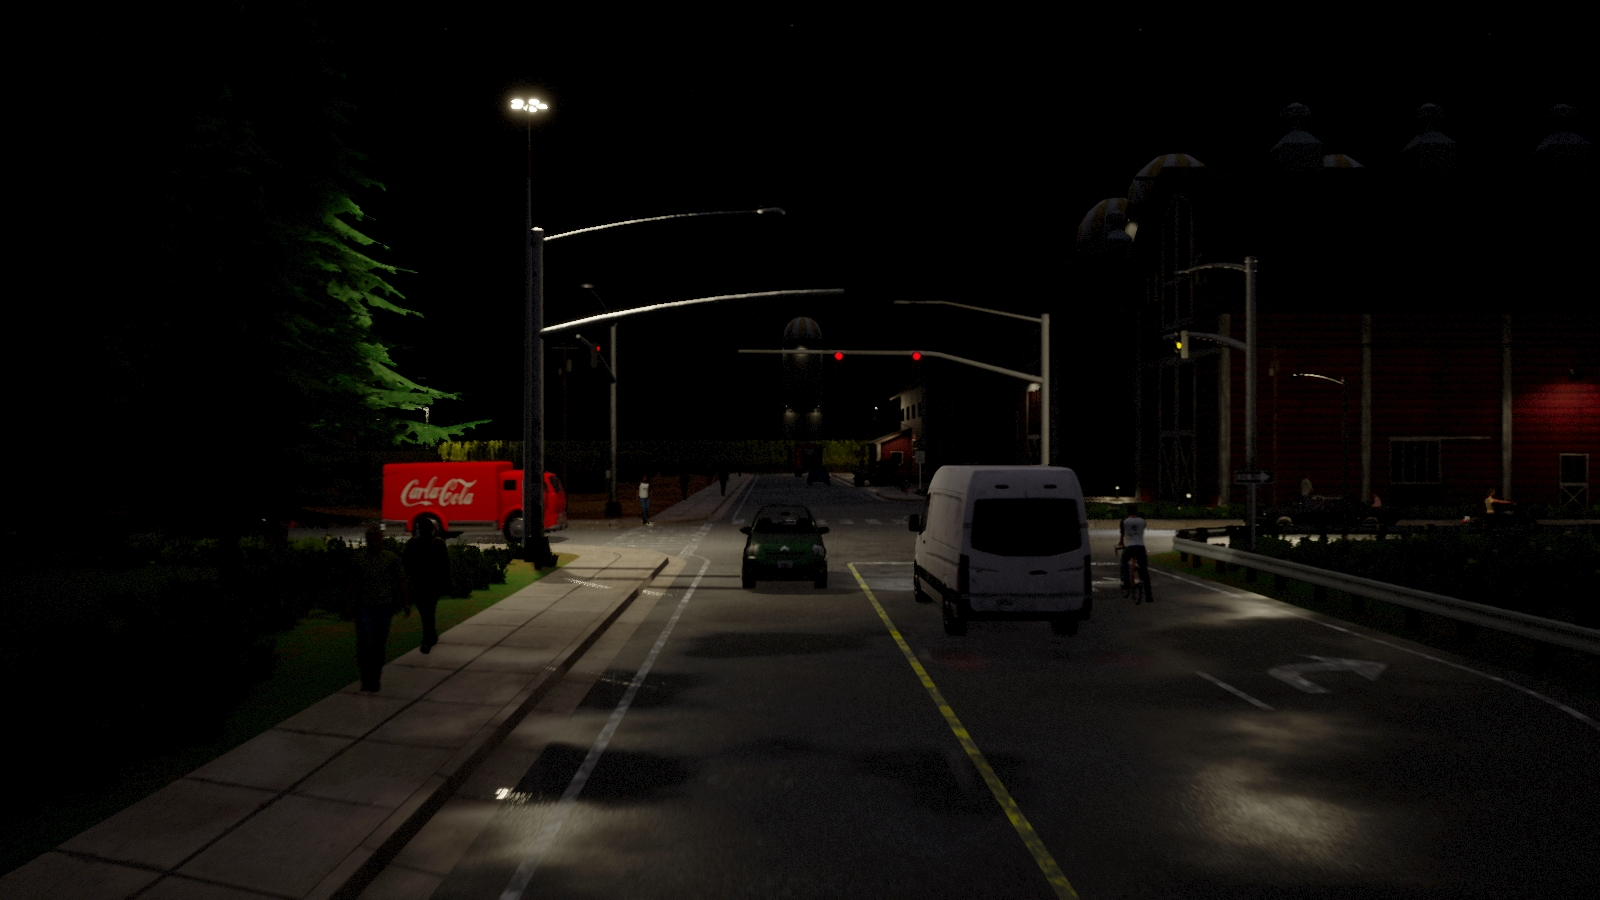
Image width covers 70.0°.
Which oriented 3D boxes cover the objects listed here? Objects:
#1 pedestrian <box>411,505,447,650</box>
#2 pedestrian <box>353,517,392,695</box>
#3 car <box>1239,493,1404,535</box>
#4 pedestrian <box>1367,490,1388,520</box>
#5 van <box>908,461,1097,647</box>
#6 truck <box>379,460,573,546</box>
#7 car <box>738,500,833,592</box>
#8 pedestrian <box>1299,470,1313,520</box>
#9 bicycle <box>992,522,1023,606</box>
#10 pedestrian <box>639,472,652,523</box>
[{"bbox_3d":[-4.871,1.667,15.006,0.375,1.860,0.375,0,0,-7],"label":"pedestrian"},{"bbox_3d":[-4.614,1.667,12.354,0.375,1.860,0.375,0,0,-18],"label":"pedestrian"},{"bbox_3d":[17.613,2.146,38.722,4.718,1.301,1.895,0,0,-1],"label":"car"},{"bbox_3d":[21.616,2.068,42.778,0.500,1.100,0.500,0,0,-2],"label":"pedestrian"},{"bbox_3d":[3.157,1.503,19.161,1.988,2.561,5.915,0,0,-1],"label":"van"},{"bbox_3d":[-9.866,1.569,35.141,5.204,2.467,2.627,-1,0,0],"label":"truck"},{"bbox_3d":[-0.322,1.968,24.359,1.851,1.617,3.988,0,0,-1],"label":"car"},{"bbox_3d":[18.999,1.685,42.894,0.375,1.860,0.375,0,0,-3],"label":"pedestrian"},{"bbox_3d":[3.822,2.075,21.096,0.373,1.396,1.643,0,0,4],"label":"bicycle"},{"bbox_3d":[-5.685,1.738,42.036,0.375,1.860,0.375,0,0,-25],"label":"pedestrian"}]
